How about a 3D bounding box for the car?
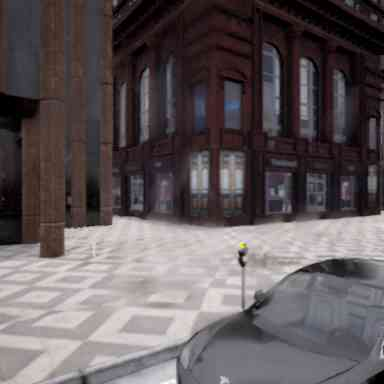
[{"bbox_3d":[1.872,1.556,3.868,4.313,1.339,1.947,0,0,-35],"label":"car"}]
